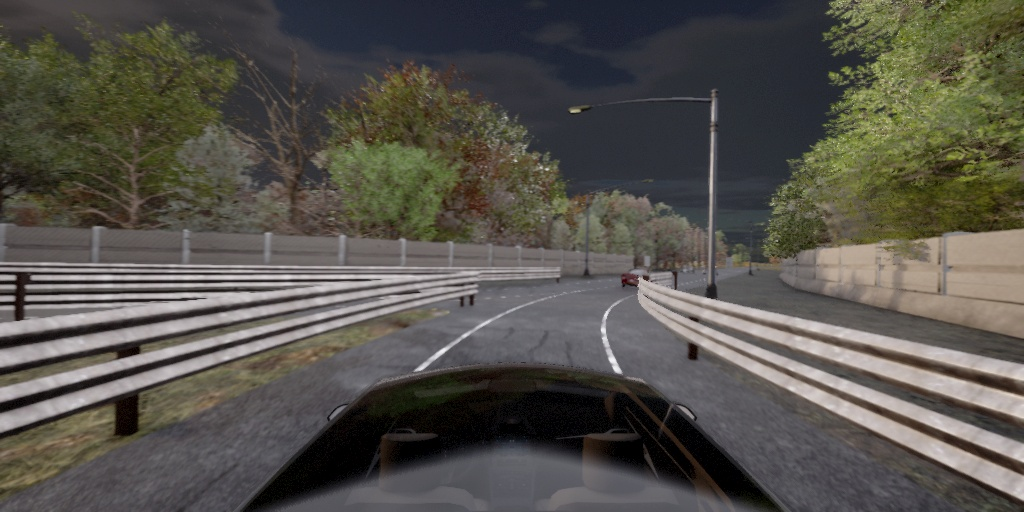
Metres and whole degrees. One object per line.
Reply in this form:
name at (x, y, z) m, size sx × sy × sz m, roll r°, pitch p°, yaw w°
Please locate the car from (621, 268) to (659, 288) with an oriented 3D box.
car at (10.151, 1.704, 28.257) m, size 1.882 × 1.535 × 5.008 m, roll 1°, pitch -1°, yaw 35°
